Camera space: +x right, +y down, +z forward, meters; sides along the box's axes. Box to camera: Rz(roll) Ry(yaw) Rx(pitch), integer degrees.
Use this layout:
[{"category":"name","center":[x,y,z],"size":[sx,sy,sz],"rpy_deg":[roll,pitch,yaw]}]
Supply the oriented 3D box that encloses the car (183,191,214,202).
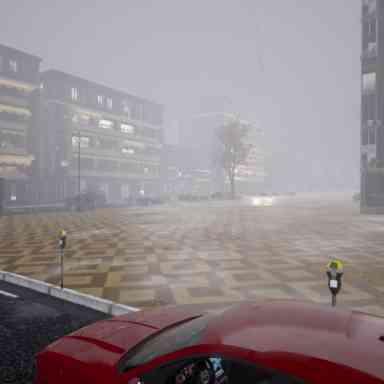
[{"category":"car","center":[1.111,0.881,52.381],"size":[2.008,1.369,4.403],"rpy_deg":[2,2,35]}]

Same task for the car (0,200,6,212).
[{"category":"car","center":[-20.396,1.097,31.552],"size":[2.097,1.767,4.553],"rpy_deg":[1,1,37]}]

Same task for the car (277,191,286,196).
[{"category":"car","center":[20.163,0.365,79.830],"size":[2.008,1.369,4.403],"rpy_deg":[2,2,35]}]

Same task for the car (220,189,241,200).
[{"category":"car","center":[7.559,0.680,61.670],"size":[1.752,1.417,4.829],"rpy_deg":[2,2,35]}]

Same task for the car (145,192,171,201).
[{"category":"car","center":[-5.773,0.814,57.159],"size":[2.008,1.369,4.403],"rpy_deg":[2,2,35]}]

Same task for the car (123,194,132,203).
[{"category":"car","center":[-8.948,0.916,52.584],"size":[1.947,1.339,4.313],"rpy_deg":[2,2,35]}]

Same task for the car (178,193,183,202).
[{"category":"car","center":[-0.356,0.767,54.916],"size":[1.882,1.535,5.008],"rpy_deg":[1,1,35]}]

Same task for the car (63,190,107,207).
[{"category":"car","center":[-13.298,0.770,41.788],"size":[2.150,2.045,5.566],"rpy_deg":[1,1,35]}]

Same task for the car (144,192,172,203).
[{"category":"car","center":[-5.359,0.858,53.183],"size":[1.812,1.442,4.674],"rpy_deg":[1,2,35]}]

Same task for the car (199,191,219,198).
[{"category":"car","center":[3.656,0.532,70.743],"size":[1.752,1.417,4.829],"rpy_deg":[2,2,35]}]

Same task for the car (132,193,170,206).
[{"category":"car","center":[-5.240,1.055,43.230],"size":[2.008,1.369,4.403],"rpy_deg":[2,2,35]}]

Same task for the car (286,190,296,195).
[{"category":"car","center":[26.515,0.084,88.977],"size":[1.967,1.590,4.097],"rpy_deg":[2,2,35]}]

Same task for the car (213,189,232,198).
[{"category":"car","center":[6.932,0.234,75.453],"size":[2.192,1.841,5.009],"rpy_deg":[2,2,35]}]

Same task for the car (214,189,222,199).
[{"category":"car","center":[5.523,0.633,63.474],"size":[1.837,1.490,4.892],"rpy_deg":[1,1,35]}]

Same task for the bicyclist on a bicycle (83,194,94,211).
[{"category":"bicyclist on a bicycle","center":[-9.819,1.021,31.479],"size":[1.656,1.620,0.582],"rpy_deg":[0,1,35]}]

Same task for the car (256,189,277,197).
[{"category":"car","center":[16.989,0.451,75.256],"size":[2.008,1.369,4.403],"rpy_deg":[2,2,35]}]

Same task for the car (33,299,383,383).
[{"category":"car","center":[0.603,1.545,2.435],"size":[4.507,1.381,1.887],"rpy_deg":[0,0,36]}]

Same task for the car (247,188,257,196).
[{"category":"car","center":[16.457,-0.023,89.177],"size":[2.192,1.841,5.009],"rpy_deg":[2,2,35]}]

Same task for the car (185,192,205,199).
[{"category":"car","center":[0.578,0.656,66.310],"size":[1.947,1.339,4.313],"rpy_deg":[2,2,35]}]
